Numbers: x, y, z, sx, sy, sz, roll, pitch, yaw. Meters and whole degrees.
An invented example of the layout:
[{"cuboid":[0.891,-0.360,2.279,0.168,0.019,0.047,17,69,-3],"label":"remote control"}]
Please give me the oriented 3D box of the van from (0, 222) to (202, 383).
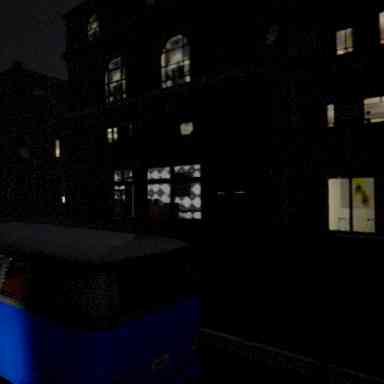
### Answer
[{"cuboid":[-1.797,1.343,4.177,3.998,1.788,1.690,0,-1,36],"label":"van"}]
